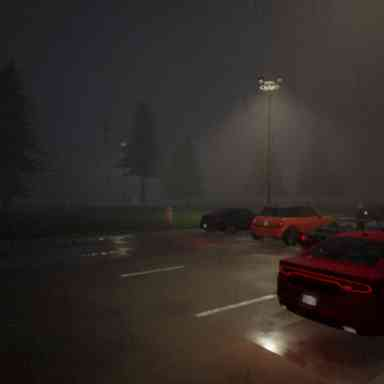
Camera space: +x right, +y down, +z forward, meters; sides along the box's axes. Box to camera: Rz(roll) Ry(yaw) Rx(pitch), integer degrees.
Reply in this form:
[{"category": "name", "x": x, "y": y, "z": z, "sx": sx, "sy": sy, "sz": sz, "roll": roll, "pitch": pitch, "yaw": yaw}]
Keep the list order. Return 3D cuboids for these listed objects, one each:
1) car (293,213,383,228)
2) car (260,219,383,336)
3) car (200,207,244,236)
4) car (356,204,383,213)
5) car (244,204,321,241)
[{"category": "car", "x": 6.158, "y": 1.659, "z": 12.462, "sx": 4.718, "sy": 1.301, "sz": 1.895, "roll": 0, "pitch": 0, "yaw": -35}, {"category": "car", "x": 3.839, "y": 1.511, "z": 6.548, "sx": 5.008, "sy": 1.535, "sz": 1.882, "roll": 0, "pitch": 0, "yaw": -35}, {"category": "car", "x": 2.552, "y": 1.587, "z": 18.797, "sx": 4.674, "sy": 1.442, "sz": 1.812, "roll": 0, "pitch": 0, "yaw": -36}, {"category": "car", "x": 15.832, "y": 1.705, "z": 28.319, "sx": 4.181, "sy": 1.385, "sz": 1.994, "roll": 0, "pitch": 0, "yaw": -35}, {"category": "car", "x": 5.001, "y": 1.417, "z": 15.934, "sx": 4.553, "sy": 1.767, "sz": 2.097, "roll": 0, "pitch": 0, "yaw": -35}]
